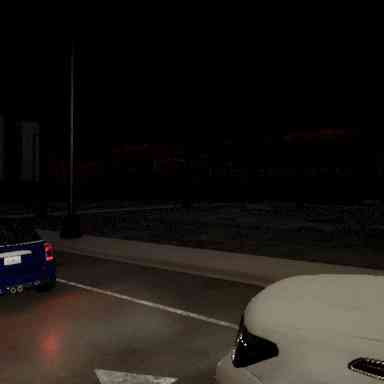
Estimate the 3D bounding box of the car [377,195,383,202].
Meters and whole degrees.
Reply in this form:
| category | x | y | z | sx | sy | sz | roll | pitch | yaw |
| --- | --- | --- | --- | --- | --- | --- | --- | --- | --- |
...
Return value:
| category | x | y | z | sx | sy | sz | roll | pitch | yaw |
| --- | --- | --- | --- | --- | --- | --- | --- | --- | --- |
| car | 39.906 | 1.370 | 67.969 | 1.853 | 1.218 | 4.536 | 1 | 1 | 6 |

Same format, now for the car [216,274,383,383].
| category | x | y | z | sx | sy | sz | roll | pitch | yaw |
| --- | --- | --- | --- | --- | --- | --- | --- | --- | --- |
| car | 2.865 | 1.210 | 1.947 | 5.566 | 2.045 | 2.150 | 0 | 0 | 35 |

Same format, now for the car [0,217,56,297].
| category | x | y | z | sx | sy | sz | roll | pitch | yaw |
| --- | --- | --- | --- | --- | --- | --- | --- | --- | --- |
| car | -5.212 | 1.351 | 7.716 | 4.553 | 1.767 | 2.097 | 0 | 0 | 36 |

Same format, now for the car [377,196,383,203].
| category | x | y | z | sx | sy | sz | roll | pitch | yaw |
| --- | --- | --- | --- | --- | --- | --- | --- | --- | --- |
| car | 39.899 | 1.528 | 67.919 | 2.038 | 1.542 | 4.974 | 1 | 1 | 6 |
